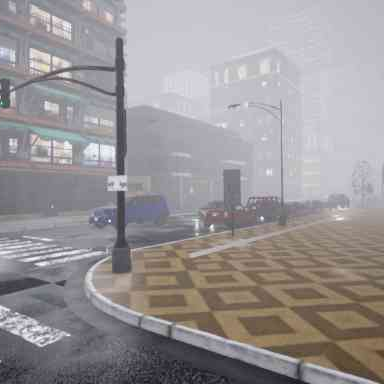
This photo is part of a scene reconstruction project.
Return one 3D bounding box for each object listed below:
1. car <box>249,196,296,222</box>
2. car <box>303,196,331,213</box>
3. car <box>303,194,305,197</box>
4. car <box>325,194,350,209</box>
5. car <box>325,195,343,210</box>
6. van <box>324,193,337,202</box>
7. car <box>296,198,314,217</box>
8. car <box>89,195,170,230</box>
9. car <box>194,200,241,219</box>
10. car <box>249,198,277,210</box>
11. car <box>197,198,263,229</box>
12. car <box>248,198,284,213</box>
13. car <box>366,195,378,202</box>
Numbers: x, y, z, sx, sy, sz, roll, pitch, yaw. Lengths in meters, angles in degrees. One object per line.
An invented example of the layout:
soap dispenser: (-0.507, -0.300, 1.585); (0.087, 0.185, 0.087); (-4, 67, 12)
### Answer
car: (5.787, 1.216, 25.268); (2.192, 1.841, 5.009); (-1, 0, 36)
car: (12.428, 1.421, 34.270); (1.887, 1.381, 4.507); (-1, 0, 36)
car: (22.581, 1.440, 61.318); (1.752, 1.417, 4.829); (-1, 0, 36)
car: (19.064, 1.167, 43.274); (2.192, 1.841, 5.009); (-1, 0, 36)
car: (15.747, 1.415, 38.772); (2.008, 1.369, 4.403); (-1, 0, 36)
van: (29.318, 1.229, 70.459); (1.690, 1.788, 3.998); (-1, 0, 36)
car: (9.109, 1.471, 29.768); (1.802, 1.307, 4.206); (-1, 0, 36)
car: (-3.823, 1.209, 21.321); (2.150, 2.045, 5.566); (-1, 0, 38)
car: (2.356, 1.470, 29.731); (1.837, 1.490, 4.892); (-1, 0, 37)
car: (9.304, 1.489, 43.311); (1.752, 1.417, 4.829); (-1, 0, 36)
car: (2.470, 1.353, 20.765); (1.967, 1.590, 4.097); (-1, 0, 36)
car: (8.583, 1.490, 38.164); (2.033, 1.411, 5.357); (-1, 0, 37)
car: (35.662, 1.334, 65.782); (1.887, 1.381, 4.507); (-1, 0, 36)
